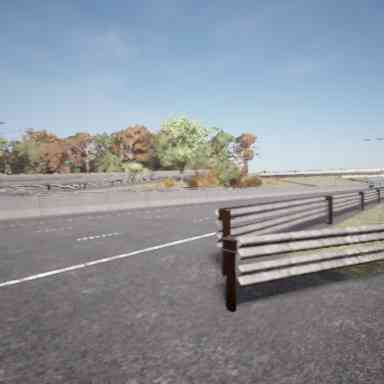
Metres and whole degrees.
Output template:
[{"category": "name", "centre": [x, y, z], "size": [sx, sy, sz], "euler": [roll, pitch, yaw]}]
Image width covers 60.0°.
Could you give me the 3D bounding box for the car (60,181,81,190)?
[{"category": "car", "centre": [-24.591, -1.320, 67.367], "size": [2.097, 1.767, 4.553], "euler": [-1, 3, 15]}]

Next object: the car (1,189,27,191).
[{"category": "car", "centre": [-16.107, 0.740, 28.831], "size": [2.097, 1.767, 4.553], "euler": [0, 1, 35]}]

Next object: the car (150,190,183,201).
[{"category": "car", "centre": [-3.519, 0.428, 46.807], "size": [1.837, 1.490, 4.892], "euler": [0, 1, 35]}]

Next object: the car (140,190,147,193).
[{"category": "car", "centre": [-6.407, 0.420, 48.783], "size": [2.128, 1.511, 4.902], "euler": [0, 1, 35]}]

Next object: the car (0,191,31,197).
[{"category": "car", "centre": [-14.038, 0.891, 25.684], "size": [1.882, 1.535, 5.008], "euler": [0, 1, 35]}]

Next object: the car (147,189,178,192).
[{"category": "car", "centre": [-2.821, 0.486, 41.723], "size": [2.128, 1.511, 4.902], "euler": [0, 1, 35]}]
